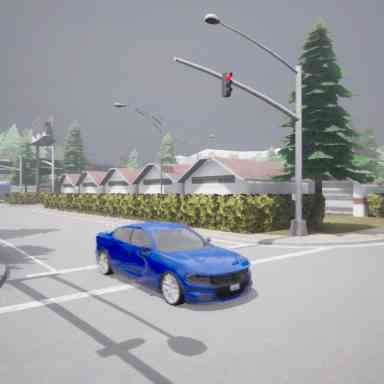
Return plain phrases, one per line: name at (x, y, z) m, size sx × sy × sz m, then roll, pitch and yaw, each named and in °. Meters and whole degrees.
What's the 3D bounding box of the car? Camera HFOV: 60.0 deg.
car at (-0.741, 1.527, 8.376) m, size 1.882 × 1.535 × 5.008 m, roll 0°, pitch 1°, yaw -39°
